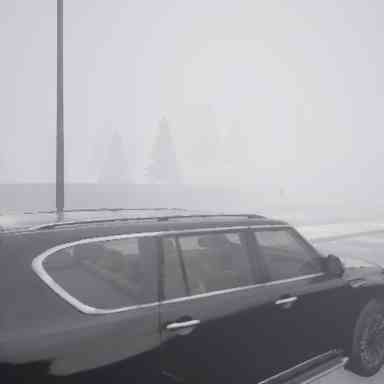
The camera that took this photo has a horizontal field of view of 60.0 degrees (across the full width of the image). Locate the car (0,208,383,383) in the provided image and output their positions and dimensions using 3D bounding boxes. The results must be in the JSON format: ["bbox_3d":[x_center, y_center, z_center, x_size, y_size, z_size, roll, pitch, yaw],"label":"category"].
[{"bbox_3d":[0.180,1.219,3.877,5.566,2.045,2.150,0,0,-35],"label":"car"}]
